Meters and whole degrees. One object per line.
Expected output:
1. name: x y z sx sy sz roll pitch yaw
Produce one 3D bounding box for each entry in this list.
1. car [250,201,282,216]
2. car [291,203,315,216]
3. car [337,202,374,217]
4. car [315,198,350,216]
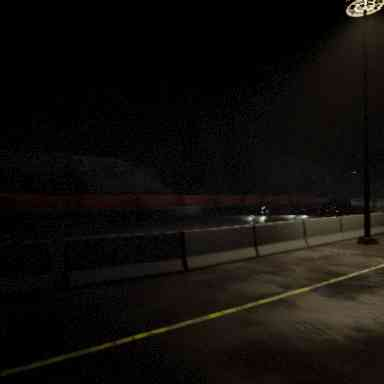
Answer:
1. car: 8.855 1.861 39.816 2.097 1.767 4.553 -1 -1 43
2. car: 13.533 2.013 39.724 1.812 1.442 4.674 -1 -1 42
3. car: 16.029 1.938 32.120 1.994 1.385 4.181 -1 -1 43
4. car: 16.311 1.670 37.573 2.150 2.045 5.566 -1 -1 42
